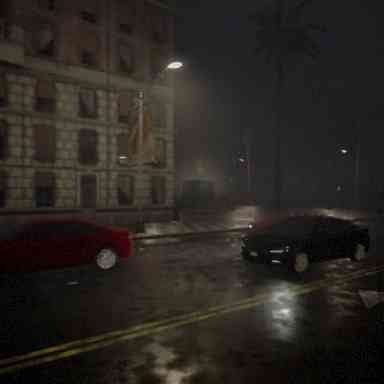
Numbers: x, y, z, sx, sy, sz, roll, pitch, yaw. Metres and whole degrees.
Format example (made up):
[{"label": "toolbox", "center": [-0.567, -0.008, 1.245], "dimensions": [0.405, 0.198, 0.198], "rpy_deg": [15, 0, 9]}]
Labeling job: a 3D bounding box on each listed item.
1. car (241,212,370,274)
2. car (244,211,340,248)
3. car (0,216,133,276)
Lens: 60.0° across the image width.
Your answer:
[{"label": "car", "center": [3.819, 1.521, 10.898], "dimensions": [5.008, 1.535, 1.882], "rpy_deg": [1, 0, -35]}, {"label": "car", "center": [4.843, 1.661, 15.833], "dimensions": [4.718, 1.301, 1.895], "rpy_deg": [0, 0, -35]}, {"label": "car", "center": [-4.179, 1.484, 9.546], "dimensions": [5.008, 1.535, 1.882], "rpy_deg": [1, 0, -35]}]
